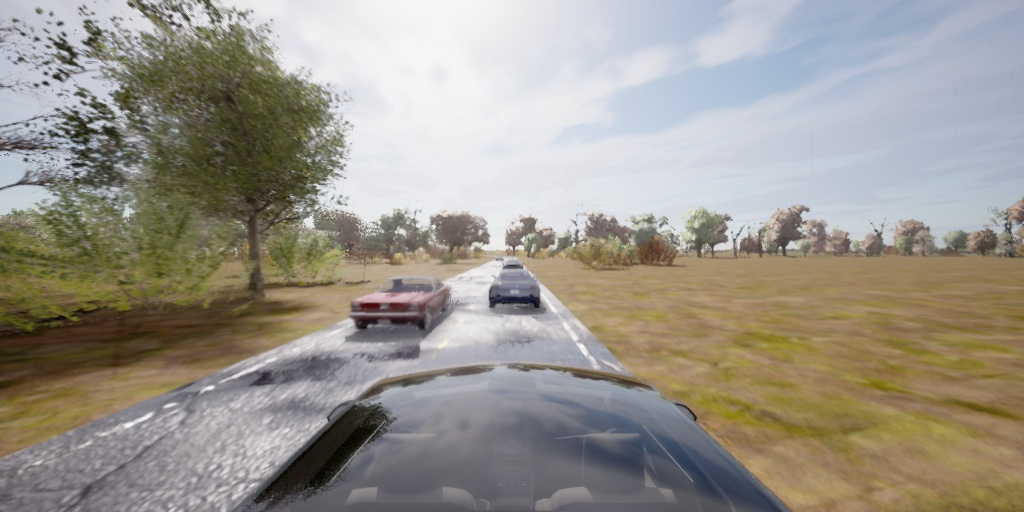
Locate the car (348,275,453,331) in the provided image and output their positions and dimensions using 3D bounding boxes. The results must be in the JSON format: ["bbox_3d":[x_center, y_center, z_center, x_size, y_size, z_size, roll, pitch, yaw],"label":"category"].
[{"bbox_3d":[-3.099,1.285,10.922,1.895,1.301,4.718,0,0,0],"label":"car"}]

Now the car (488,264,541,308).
[{"bbox_3d":[0.098,1.220,14.701,1.994,1.385,4.181,0,0,0],"label":"car"}]

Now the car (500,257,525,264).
[{"bbox_3d":[0.096,1.023,32.396,1.837,1.490,4.892,0,0,0],"label":"car"}]
